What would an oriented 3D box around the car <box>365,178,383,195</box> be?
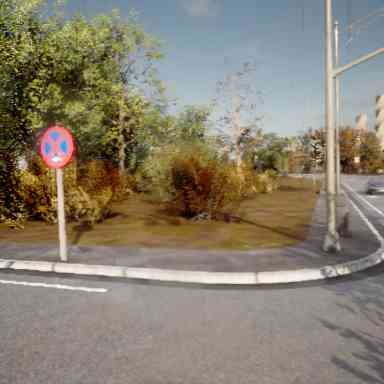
[{"bbox_3d":[16.656,-0.539,29.797,1.812,1.442,4.674,-1,3,22],"label":"car"}]
